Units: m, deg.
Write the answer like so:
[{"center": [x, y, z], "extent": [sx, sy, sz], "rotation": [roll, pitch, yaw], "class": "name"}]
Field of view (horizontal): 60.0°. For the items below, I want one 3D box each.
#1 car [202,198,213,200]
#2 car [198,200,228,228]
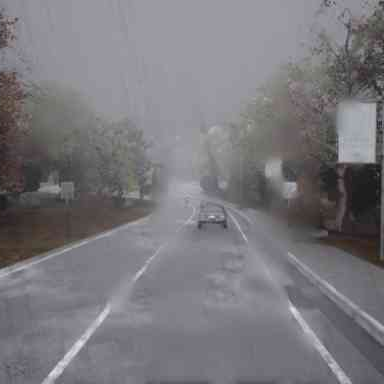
[{"center": [1.986, 1.473, 42.965], "extent": [1.895, 1.301, 4.718], "rotation": [0, 0, -2], "class": "car"}, {"center": [1.363, 1.498, 21.997], "extent": [2.033, 1.411, 5.357], "rotation": [1, 0, 4], "class": "car"}]
